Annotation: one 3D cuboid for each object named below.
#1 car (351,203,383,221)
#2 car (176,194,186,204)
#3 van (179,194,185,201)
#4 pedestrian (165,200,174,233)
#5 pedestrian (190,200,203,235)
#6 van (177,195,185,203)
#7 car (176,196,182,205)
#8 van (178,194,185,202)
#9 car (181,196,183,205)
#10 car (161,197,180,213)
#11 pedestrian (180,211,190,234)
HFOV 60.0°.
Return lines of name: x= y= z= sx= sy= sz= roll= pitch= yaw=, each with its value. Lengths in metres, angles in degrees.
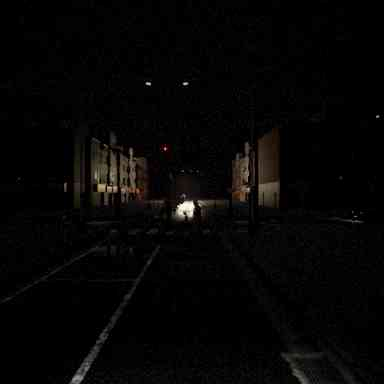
car: x=15.635 y=1.546 z=26.404 sx=5.357 sy=1.411 sz=2.033 roll=0 pitch=0 yaw=0
car: x=-2.637 y=1.546 z=61.014 sx=1.967 sy=1.590 sz=4.097 roll=0 pitch=0 yaw=0
van: x=-2.638 y=1.549 z=89.042 sx=1.690 sy=1.788 sz=3.998 roll=0 pitch=0 yaw=0
pedestrian: x=-1.264 y=1.306 z=18.329 sx=0.375 sy=1.860 sz=0.375 roll=0 pitch=0 yaw=0
pedestrian: x=0.230 y=1.305 z=17.129 sx=0.375 sy=1.860 sz=0.375 roll=0 pitch=0 yaw=0
van: x=-2.637 y=1.506 z=77.831 sx=1.690 sy=1.788 sz=3.998 roll=0 pitch=0 yaw=0
car: x=-2.635 y=1.602 z=44.197 sx=1.887 sy=1.381 sz=4.507 roll=0 pitch=0 yaw=0
van: x=-2.638 y=1.527 z=83.436 sx=1.690 sy=1.788 sz=3.998 roll=0 pitch=0 yaw=0
car: x=-2.636 y=1.654 z=49.803 sx=1.802 sy=1.307 sz=4.206 roll=0 pitch=0 yaw=0
car: x=-2.635 y=1.570 z=38.423 sx=1.752 sy=1.417 sz=4.829 roll=0 pitch=0 yaw=0
pedestrian: x=-0.311 y=1.586 z=17.729 sx=0.375 sy=1.300 sz=0.375 roll=0 pitch=0 yaw=0
